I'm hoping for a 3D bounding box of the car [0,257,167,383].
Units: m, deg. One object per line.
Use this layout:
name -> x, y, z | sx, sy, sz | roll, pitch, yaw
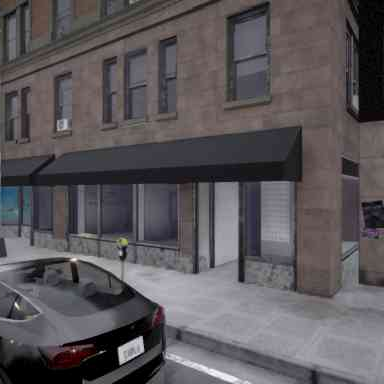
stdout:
car -> -2.280, 1.566, 4.428 | 4.313, 1.339, 1.947 | 0, 0, 35
